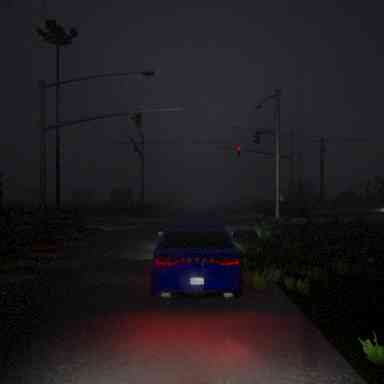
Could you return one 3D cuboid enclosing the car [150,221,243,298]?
[{"bbox_3d":[0.104,1.476,8.555,1.882,1.535,5.008,0,0,0],"label":"car"}]
